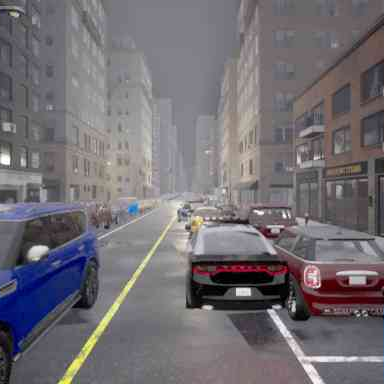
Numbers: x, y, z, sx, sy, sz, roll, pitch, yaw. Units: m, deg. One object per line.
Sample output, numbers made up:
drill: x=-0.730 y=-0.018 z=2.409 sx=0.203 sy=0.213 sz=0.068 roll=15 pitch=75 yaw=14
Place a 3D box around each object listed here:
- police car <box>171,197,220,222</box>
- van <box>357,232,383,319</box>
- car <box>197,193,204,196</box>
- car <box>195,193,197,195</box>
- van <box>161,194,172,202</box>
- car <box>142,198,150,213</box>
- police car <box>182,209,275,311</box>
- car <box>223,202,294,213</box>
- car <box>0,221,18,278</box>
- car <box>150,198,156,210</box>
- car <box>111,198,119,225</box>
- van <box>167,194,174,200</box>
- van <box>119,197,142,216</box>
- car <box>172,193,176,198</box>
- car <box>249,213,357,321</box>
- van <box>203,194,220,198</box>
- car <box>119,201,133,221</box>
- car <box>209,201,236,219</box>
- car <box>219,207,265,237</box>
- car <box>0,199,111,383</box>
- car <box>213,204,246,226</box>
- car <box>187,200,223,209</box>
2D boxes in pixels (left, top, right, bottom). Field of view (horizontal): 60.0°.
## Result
police car: x=0.248 y=1.444 z=23.945 sx=1.930 sy=1.638 sz=5.238 roll=0 pitch=0 yaw=-17
van: x=2.666 y=1.342 z=1.620 sx=1.690 sy=1.788 sz=3.998 roll=0 pitch=0 yaw=0
car: x=2.589 y=1.456 z=74.171 sx=1.967 sy=1.590 sz=4.097 roll=0 pitch=0 yaw=0
car: x=2.577 y=1.323 z=85.341 sx=2.192 sy=1.841 sz=5.009 roll=0 pitch=0 yaw=0
van: x=-5.937 y=1.357 z=74.144 sx=1.690 sy=1.788 sz=3.998 roll=0 pitch=0 yaw=0
car: x=-5.896 y=1.552 z=35.442 sx=1.752 sy=1.417 sz=4.829 roll=0 pitch=0 yaw=0
police car: x=0.788 y=1.432 z=8.023 sx=1.930 sy=1.638 sz=5.238 roll=0 pitch=0 yaw=-1
car: x=2.653 y=1.326 z=12.958 sx=2.192 sy=1.841 sz=5.009 roll=0 pitch=0 yaw=0
car: x=-5.866 y=1.532 z=7.100 sx=1.752 sy=1.417 sz=4.829 roll=0 pitch=0 yaw=0
car: x=-5.902 y=1.551 z=41.111 sx=1.752 sy=1.417 sz=4.829 roll=0 pitch=0 yaw=0
car: x=-5.878 y=1.330 z=18.607 sx=2.192 sy=1.841 sz=5.009 roll=0 pitch=0 yaw=0
van: x=-5.954 y=1.344 z=90.902 sx=1.690 sy=1.788 sz=3.998 roll=0 pitch=0 yaw=0
van: x=-5.890 y=1.365 z=29.943 sx=1.690 sy=1.788 sz=3.998 roll=0 pitch=0 yaw=0
car: x=-5.949 y=1.324 z=85.317 sx=2.192 sy=1.841 sz=5.009 roll=0 pitch=0 yaw=0
car: x=2.660 y=1.446 z=7.290 sx=1.967 sy=1.590 sz=4.097 roll=0 pitch=0 yaw=0
van: x=2.624 y=1.367 z=41.306 sx=1.690 sy=1.788 sz=3.998 roll=0 pitch=0 yaw=0
car: x=-5.884 y=1.571 z=24.274 sx=2.008 sy=1.369 sz=4.403 roll=0 pitch=0 yaw=0
car: x=2.636 y=1.575 z=29.966 sx=2.008 sy=1.369 sz=4.403 roll=0 pitch=0 yaw=0
car: x=2.648 y=1.581 z=18.628 sx=1.947 sy=1.339 sz=4.313 roll=0 pitch=0 yaw=0
car: x=-3.006 y=1.226 z=4.932 sx=2.150 sy=2.045 sz=5.566 roll=0 pitch=0 yaw=0
car: x=2.641 y=1.585 z=24.297 sx=1.947 sy=1.339 sz=4.313 roll=0 pitch=0 yaw=0
car: x=0.768 y=1.471 z=18.118 sx=1.801 sy=1.575 sz=5.366 roll=0 pitch=0 yaw=0
